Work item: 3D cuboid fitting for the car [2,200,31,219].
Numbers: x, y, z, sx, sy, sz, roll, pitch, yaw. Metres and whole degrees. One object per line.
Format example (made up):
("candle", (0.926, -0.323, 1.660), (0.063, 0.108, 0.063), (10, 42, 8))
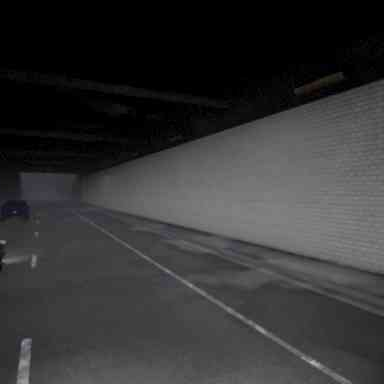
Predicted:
("car", (-14.635, 1.387, 27.791), (1.882, 1.535, 5.008), (1, 0, -24))

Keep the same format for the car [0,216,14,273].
("car", (-5.348, 1.505, 7.336), (2.033, 1.411, 5.357), (1, 0, -25))
